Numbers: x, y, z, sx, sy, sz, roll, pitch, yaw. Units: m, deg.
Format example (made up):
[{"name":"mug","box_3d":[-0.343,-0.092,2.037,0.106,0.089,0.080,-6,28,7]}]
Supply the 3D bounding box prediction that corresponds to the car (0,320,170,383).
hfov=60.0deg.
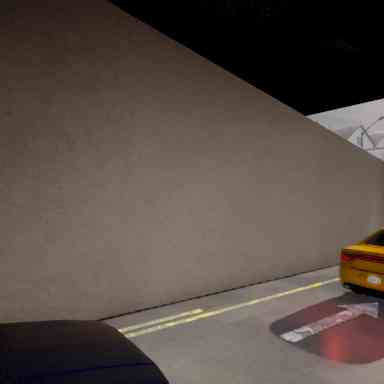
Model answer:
[{"name":"car","box_3d":[-2.697,1.547,1.861,5.357,1.411,2.033,0,0,-35]}]

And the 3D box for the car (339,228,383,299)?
[{"name":"car","box_3d":[5.400,1.478,7.610,5.008,1.535,1.882,0,0,-35]}]
